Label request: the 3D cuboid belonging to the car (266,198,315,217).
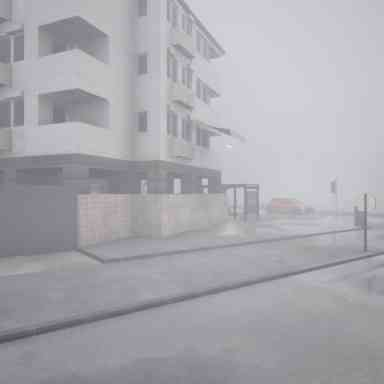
[{"bbox_3d":[9.248,1.351,31.411,2.097,1.767,4.553,0,0,-36],"label":"car"}]
